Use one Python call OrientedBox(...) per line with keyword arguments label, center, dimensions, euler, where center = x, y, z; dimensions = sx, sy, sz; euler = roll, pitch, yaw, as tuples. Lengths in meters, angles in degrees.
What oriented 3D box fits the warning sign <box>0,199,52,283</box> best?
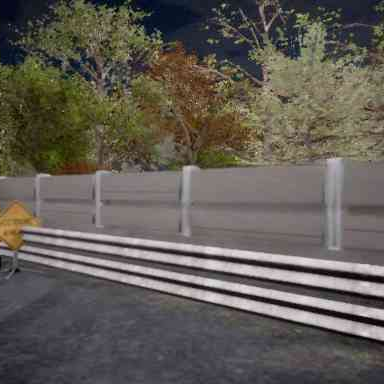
OrientedBox(label="warning sign", center=(-4.403, 1.120, 8.316), dimensions=(1.060, 1.860, 1.300), euler=(0, 0, 36))
